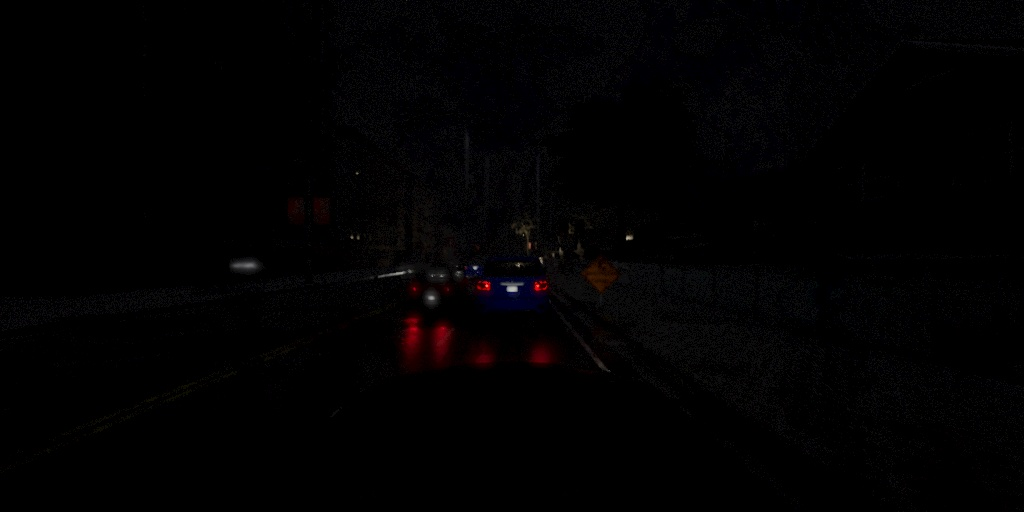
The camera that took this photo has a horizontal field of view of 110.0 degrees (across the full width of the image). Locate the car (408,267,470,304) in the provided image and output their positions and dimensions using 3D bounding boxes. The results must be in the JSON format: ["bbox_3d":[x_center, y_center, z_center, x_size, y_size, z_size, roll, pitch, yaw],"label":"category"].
[{"bbox_3d":[-3.148,1.344,16.297,1.895,1.301,4.718,0,0,0],"label":"car"}]

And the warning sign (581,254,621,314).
[{"bbox_3d":[2.863,0.861,11.570,1.300,1.860,1.060,0,0,0],"label":"warning sign"}]

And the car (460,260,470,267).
[{"bbox_3d":[-3.123,1.089,32.682,2.097,1.767,4.553,0,0,0],"label":"car"}]

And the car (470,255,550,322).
[{"bbox_3d":[0.071,0.970,12.377,2.150,2.045,5.566,0,0,1],"label":"car"}]

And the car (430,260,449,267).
[{"bbox_3d":[-9.769,1.295,48.734,1.994,1.385,4.181,0,0,0],"label":"car"}]

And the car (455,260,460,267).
[{"bbox_3d":[-6.520,1.237,48.898,1.837,1.490,4.892,0,0,0],"label":"car"}]
